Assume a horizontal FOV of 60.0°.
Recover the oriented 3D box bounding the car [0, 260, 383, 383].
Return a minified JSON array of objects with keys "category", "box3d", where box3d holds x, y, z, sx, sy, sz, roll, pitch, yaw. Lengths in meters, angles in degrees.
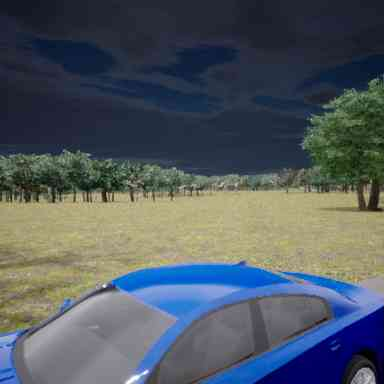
[{"category":"car","box3d":[-0.152,1.477,2.969,5.008,1.535,1.882,0,0,-36]}]
